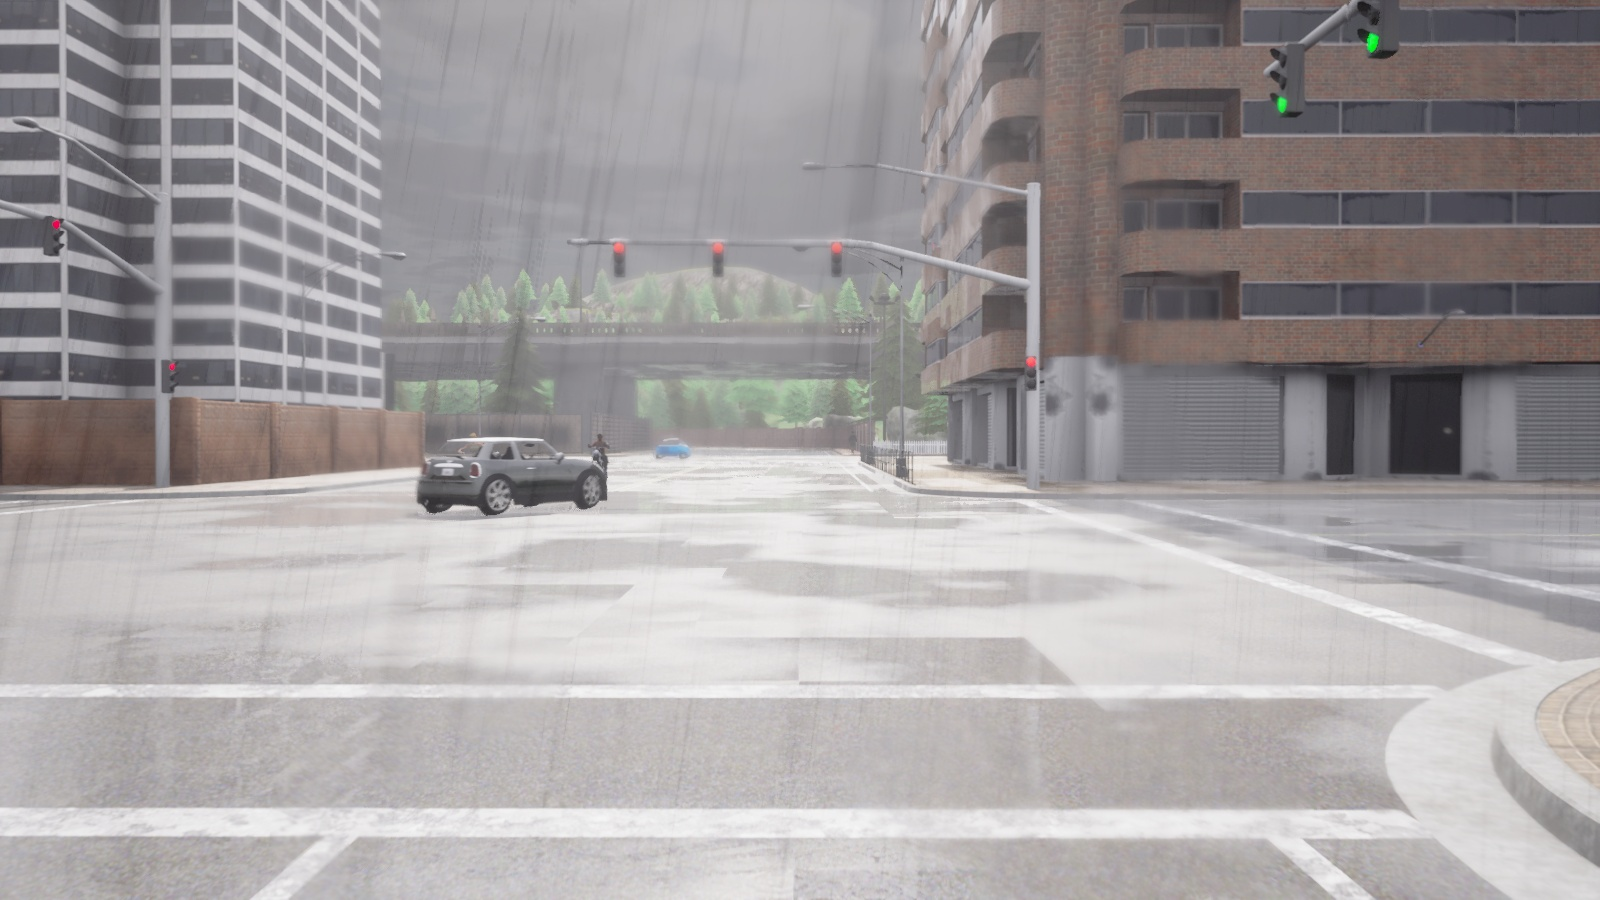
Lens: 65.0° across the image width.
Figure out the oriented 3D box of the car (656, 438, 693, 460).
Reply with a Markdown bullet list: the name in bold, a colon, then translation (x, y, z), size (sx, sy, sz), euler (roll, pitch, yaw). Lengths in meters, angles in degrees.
- **car**: translation (-8.046, -0.092, 80.745), size (2.207, 1.376, 1.481), euler (0, 1, 0)

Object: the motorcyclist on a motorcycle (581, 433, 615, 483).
- **motorcyclist on a motorcycle**: translation (-6.752, 0.239, 42.116), size (0.766, 1.649, 2.350), euler (0, 1, 0)

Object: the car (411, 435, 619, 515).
- **car**: translation (-5.643, 0.435, 25.254), size (1.970, 1.475, 3.806), euler (0, 1, 33)
